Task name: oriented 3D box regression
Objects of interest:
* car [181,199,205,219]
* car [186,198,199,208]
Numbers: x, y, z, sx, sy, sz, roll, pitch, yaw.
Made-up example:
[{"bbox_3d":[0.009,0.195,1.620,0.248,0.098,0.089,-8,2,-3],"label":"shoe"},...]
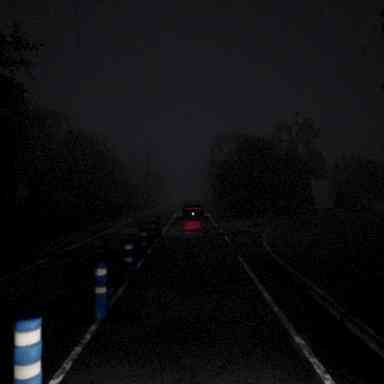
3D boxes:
[{"bbox_3d":[0.089,1.518,29.444,1.837,1.490,4.892,0,0,0],"label":"car"},{"bbox_3d":[0.087,1.623,48.368,1.895,1.301,4.718,0,0,0],"label":"car"}]
